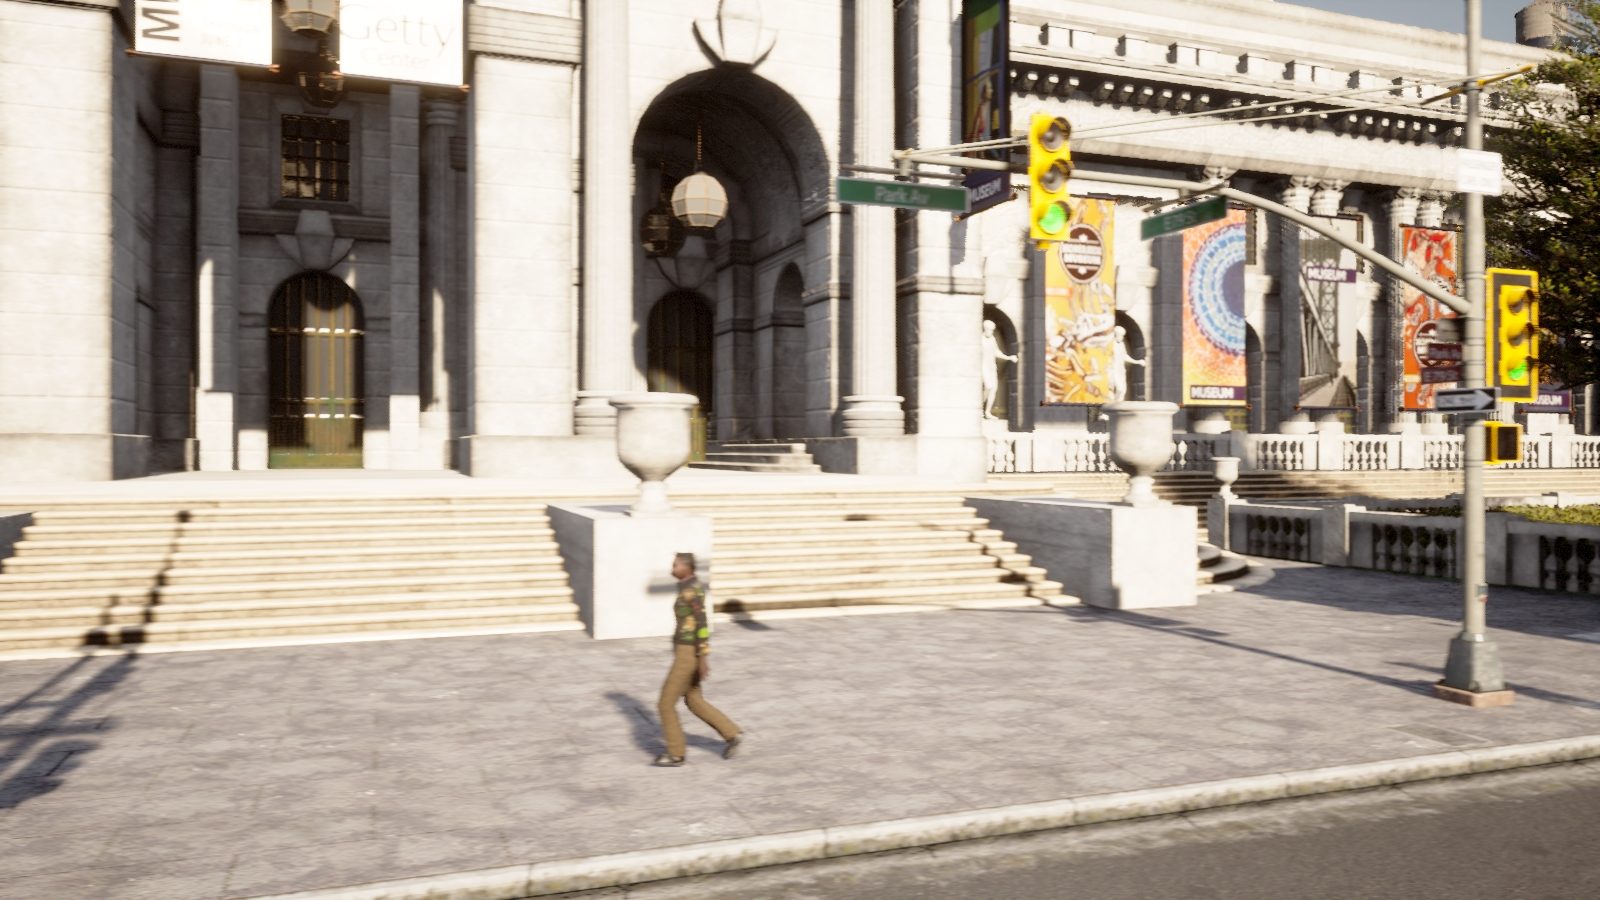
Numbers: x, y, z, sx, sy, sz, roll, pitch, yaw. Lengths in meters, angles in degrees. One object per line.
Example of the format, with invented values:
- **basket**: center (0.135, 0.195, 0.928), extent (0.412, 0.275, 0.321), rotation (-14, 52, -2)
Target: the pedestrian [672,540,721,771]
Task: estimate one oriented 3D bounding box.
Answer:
- **pedestrian**: center (-0.872, 1.696, 9.557), extent (0.375, 1.860, 0.375), rotation (0, 0, -10)
